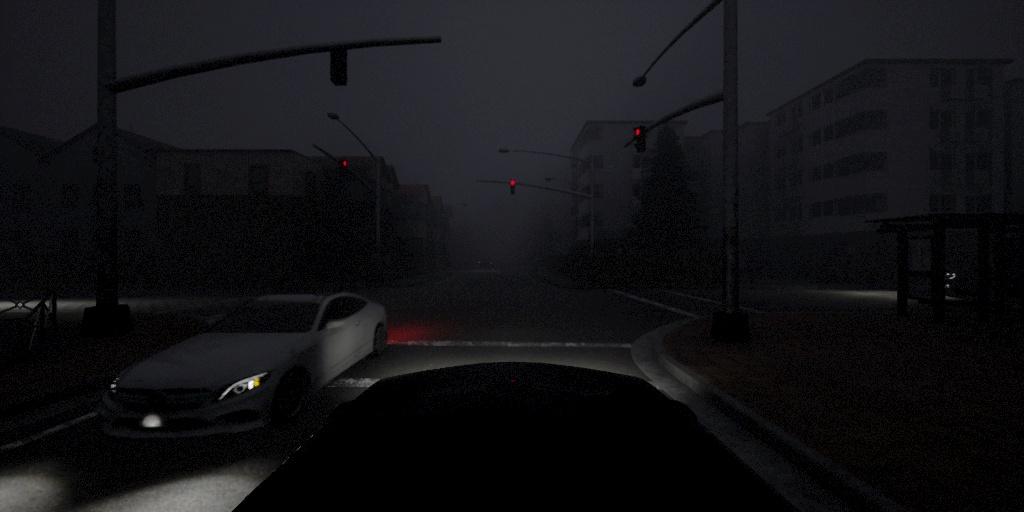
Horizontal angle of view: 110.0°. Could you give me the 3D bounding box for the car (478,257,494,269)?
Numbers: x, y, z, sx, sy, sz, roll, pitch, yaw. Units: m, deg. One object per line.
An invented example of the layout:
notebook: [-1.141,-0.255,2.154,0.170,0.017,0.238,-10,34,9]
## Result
car: [-3.639,0.906,51.497,2.097,1.767,4.553,0,0,0]

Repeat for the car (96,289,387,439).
car: [-3.498,1.313,5.812,1.812,1.442,4.674,0,1,0]

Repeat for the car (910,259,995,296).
car: [21.472,0.909,16.852,4.553,1.767,2.097,0,0,0]
